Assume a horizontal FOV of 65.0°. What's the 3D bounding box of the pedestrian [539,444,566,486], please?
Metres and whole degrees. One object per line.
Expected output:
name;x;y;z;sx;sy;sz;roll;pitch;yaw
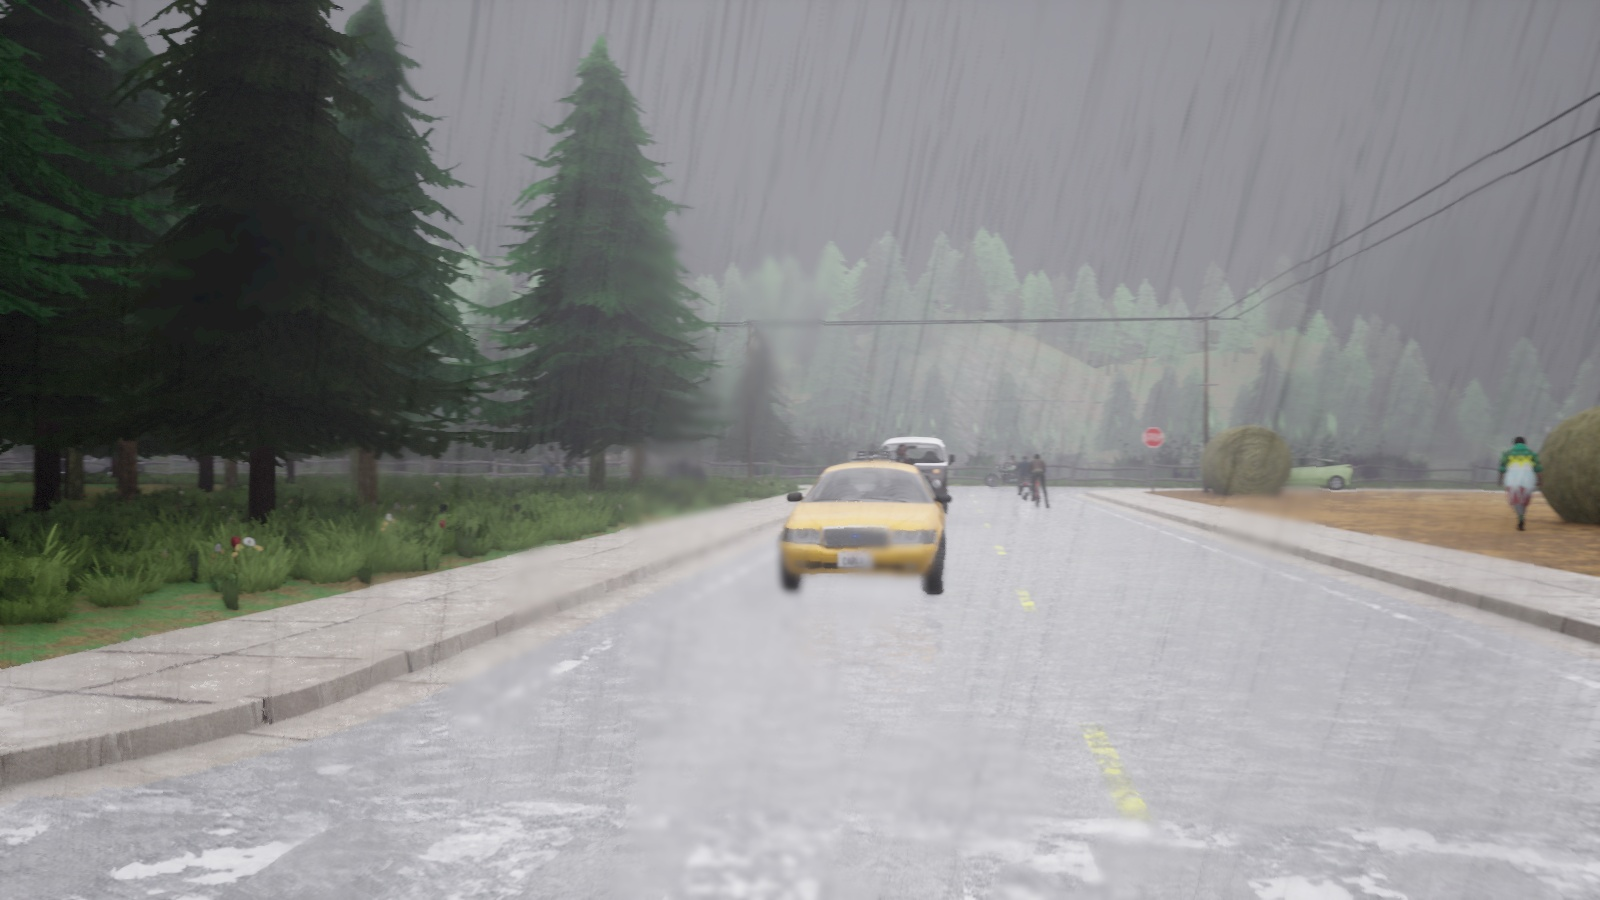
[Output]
pedestrian;-11.137;0.679;56.489;0.900;1.855;0.874;0;0;14

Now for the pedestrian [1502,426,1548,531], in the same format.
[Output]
pedestrian;13.769;0.526;23.860;0.659;1.952;0.873;0;0;24

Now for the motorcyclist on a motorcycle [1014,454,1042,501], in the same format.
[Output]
motorcyclist on a motorcycle;7.970;0.948;43.978;0.866;1.590;1.817;0;0;7

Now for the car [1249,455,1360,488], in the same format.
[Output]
car;23.541;0.992;58.733;4.514;1.525;2.007;0;0;10

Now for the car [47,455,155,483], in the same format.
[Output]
car;-38.206;1.036;68.686;4.902;1.511;2.128;0;0;8

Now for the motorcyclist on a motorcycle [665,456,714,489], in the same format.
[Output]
motorcyclist on a motorcycle;-5.294;1.076;60.176;2.191;1.530;0.866;0;0;10

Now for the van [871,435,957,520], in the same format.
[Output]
van;3.006;0.651;32.351;2.069;2.038;4.480;0;0;7

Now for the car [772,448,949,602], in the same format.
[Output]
car;0.931;0.780;15.567;1.801;1.575;5.366;0;0;7

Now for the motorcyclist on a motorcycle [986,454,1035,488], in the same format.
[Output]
motorcyclist on a motorcycle;10.227;1.007;61.039;2.350;1.649;0.766;0;0;10
